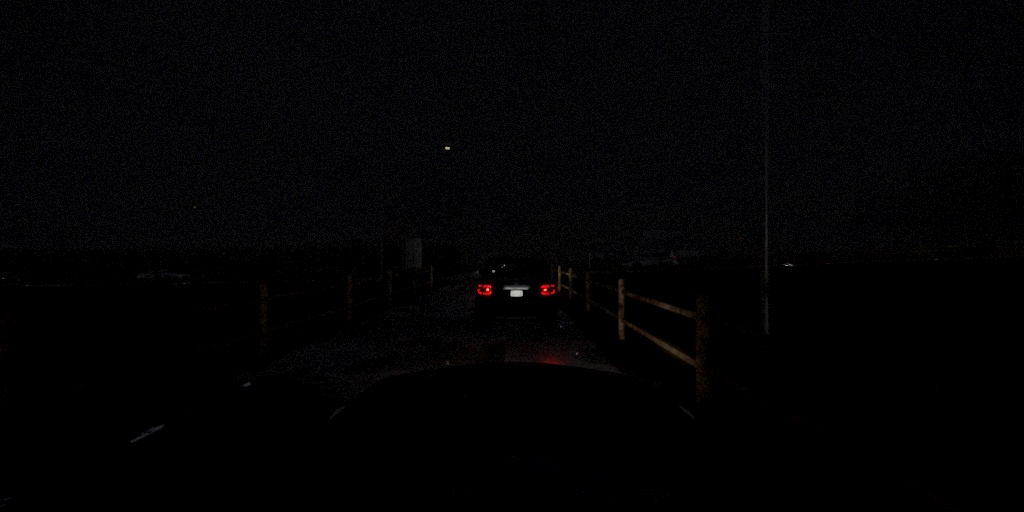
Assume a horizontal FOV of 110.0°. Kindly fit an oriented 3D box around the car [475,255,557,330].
[{"bbox_3d":[0.103,0.995,11.353,2.150,2.045,5.566,0,0,0],"label":"car"}]

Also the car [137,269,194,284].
[{"bbox_3d":[-34.498,2.039,35.747,4.674,1.442,1.812,-1,-2,0],"label":"car"}]

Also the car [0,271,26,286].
[{"bbox_3d":[-51.831,2.233,35.849,4.902,1.511,2.128,0,-2,0],"label":"car"}]

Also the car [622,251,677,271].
[{"bbox_3d":[14.775,0.537,38.715,5.566,2.045,2.150,-2,-2,0],"label":"car"}]

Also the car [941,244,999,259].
[{"bbox_3d":[49.059,-0.506,38.624,5.008,1.535,1.882,-2,-2,0],"label":"car"}]

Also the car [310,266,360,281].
[{"bbox_3d":[-17.592,1.690,35.740,4.674,1.442,1.812,-1,-2,0],"label":"car"}]

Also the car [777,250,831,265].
[{"bbox_3d":[31.407,0.152,38.708,5.008,1.535,1.882,-2,-2,0],"label":"car"}]

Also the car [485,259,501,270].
[{"bbox_3d":[-2.826,1.289,53.528,2.128,1.511,4.902,0,0,0],"label":"car"}]
